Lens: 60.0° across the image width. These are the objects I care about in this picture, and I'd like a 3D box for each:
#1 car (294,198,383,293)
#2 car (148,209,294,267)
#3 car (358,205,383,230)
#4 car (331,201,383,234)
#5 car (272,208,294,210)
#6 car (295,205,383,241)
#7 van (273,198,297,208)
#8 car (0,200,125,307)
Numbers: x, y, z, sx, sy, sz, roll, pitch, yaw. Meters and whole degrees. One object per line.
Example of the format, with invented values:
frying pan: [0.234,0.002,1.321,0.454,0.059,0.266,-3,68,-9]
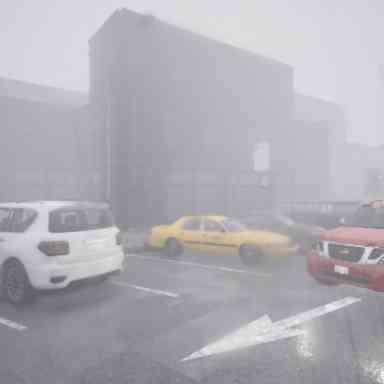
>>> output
car: [5.271,1.233,8.341,5.566,2.045,2.150,0,0,-36]
car: [0.919,1.490,11.609,5.366,1.575,1.946,-1,-1,34]
car: [12.956,1.548,20.487,4.674,1.452,2.002,-1,-1,34]
car: [10.493,1.380,18.760,4.553,1.767,2.185,-1,-1,34]
car: [3.199,1.538,13.477,4.674,1.452,2.002,-1,-1,34]
car: [8.078,1.502,16.973,5.008,1.535,2.097,-1,-1,34]
van: [5.537,1.276,15.292,4.442,1.987,1.878,-1,-1,34]
car: [-4.135,1.239,8.201,5.566,2.045,2.435,-1,-1,34]
